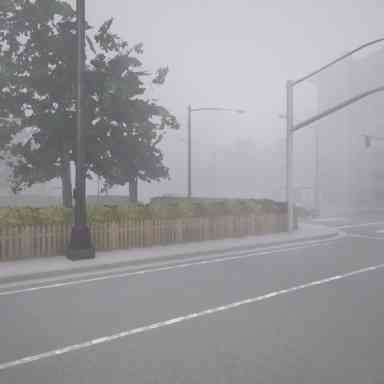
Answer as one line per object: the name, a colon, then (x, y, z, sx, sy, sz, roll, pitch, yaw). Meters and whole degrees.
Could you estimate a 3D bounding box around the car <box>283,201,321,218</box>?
car: (9.368, 1.526, 30.313, 1.812, 1.442, 4.674, 0, 0, -35)

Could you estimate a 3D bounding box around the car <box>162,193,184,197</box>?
car: (-2.338, 1.221, 47.233, 2.150, 2.045, 5.566, 0, 0, -35)
